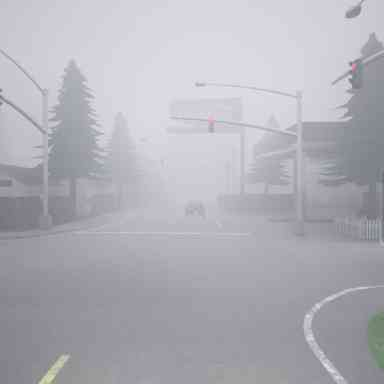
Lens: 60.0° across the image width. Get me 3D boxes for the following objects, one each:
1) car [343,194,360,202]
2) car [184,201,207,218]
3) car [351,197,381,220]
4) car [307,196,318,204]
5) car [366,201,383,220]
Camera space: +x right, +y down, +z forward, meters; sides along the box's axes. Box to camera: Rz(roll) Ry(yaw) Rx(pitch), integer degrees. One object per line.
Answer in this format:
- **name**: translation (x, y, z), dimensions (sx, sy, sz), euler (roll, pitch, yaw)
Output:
- **car**: translation (35.197, 1.489, 71.610), dimensions (2.007, 1.523, 4.514), euler (0, 0, 0)
- **car**: translation (0.301, 1.597, 31.726), dimensions (1.837, 1.490, 4.892), euler (1, 0, 0)
- **car**: translation (14.468, 1.504, 24.836), dimensions (3.866, 1.878, 1.905), euler (0, 0, 0)
- **car**: translation (22.762, 1.552, 63.870), dimensions (1.970, 1.475, 3.806), euler (0, 0, 0)
- **car**: translation (18.818, 1.672, 30.489), dimensions (4.611, 1.667, 2.242), euler (0, 0, 0)
